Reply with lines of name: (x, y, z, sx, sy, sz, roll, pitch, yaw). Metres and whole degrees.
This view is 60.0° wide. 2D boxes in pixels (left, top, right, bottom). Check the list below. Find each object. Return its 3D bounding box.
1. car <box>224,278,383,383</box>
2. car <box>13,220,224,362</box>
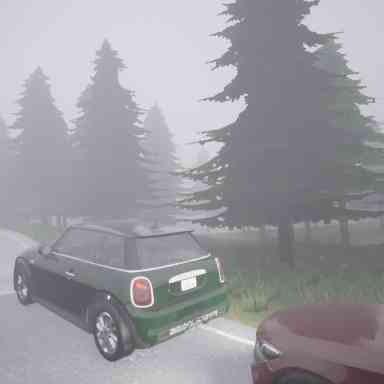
car: (2.756, 1.532, 2.592, 4.674, 1.442, 1.812, 1, 0, 36)
car: (-1.577, 1.309, 6.208, 4.553, 1.767, 2.097, 1, 1, 44)
